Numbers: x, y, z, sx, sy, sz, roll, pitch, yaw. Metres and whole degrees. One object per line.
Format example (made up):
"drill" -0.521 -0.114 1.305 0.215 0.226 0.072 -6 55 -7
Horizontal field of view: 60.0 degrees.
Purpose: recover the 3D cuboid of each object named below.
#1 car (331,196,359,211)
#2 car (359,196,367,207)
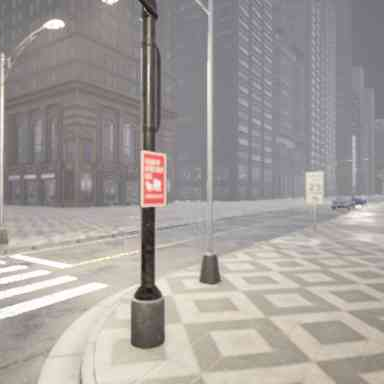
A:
"car" 17.443 1.354 38.377 2.033 1.411 5.357 0 0 34
"car" 23.996 1.259 48.151 1.882 1.535 5.008 0 0 34
